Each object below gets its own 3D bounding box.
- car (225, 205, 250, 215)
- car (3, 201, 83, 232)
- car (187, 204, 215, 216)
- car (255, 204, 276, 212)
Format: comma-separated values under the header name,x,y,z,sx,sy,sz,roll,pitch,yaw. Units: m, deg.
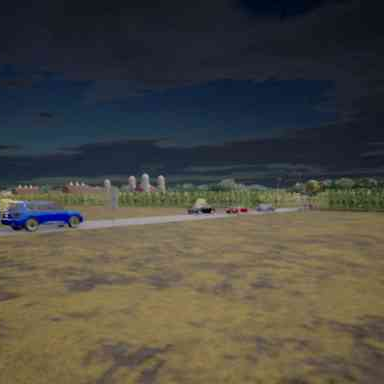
name,x,y,z,sx,sy,sz,roll,pitch,yaw
car,6.797,2.589,48.807,1.895,1.301,4.718,0,-1,36
car,-10.738,1.701,24.345,2.150,2.045,5.566,0,-1,36
car,1.288,2.389,46.048,1.882,1.535,5.008,0,-1,36
car,12.611,2.700,57.028,2.033,1.411,5.357,0,-1,36
